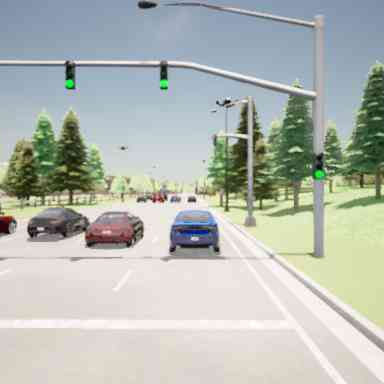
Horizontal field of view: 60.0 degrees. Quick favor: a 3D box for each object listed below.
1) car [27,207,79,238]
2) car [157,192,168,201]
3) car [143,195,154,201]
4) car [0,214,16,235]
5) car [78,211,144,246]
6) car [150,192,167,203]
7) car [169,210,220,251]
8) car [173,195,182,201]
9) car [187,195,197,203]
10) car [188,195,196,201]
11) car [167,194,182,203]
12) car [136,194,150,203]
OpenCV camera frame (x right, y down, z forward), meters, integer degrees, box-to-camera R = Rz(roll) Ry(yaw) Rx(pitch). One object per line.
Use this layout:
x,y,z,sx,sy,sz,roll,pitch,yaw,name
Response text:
-6.910,1.535,17.488,1.812,1.442,4.674,0,0,0,car
-6.995,1.101,80.387,2.150,2.045,5.566,0,0,0,car
-10.495,1.376,80.357,1.837,1.490,4.892,0,0,0,car
-10.399,1.486,15.912,1.882,1.535,5.008,0,0,0,car
-3.399,1.572,15.259,1.994,1.385,4.181,0,0,0,car
-6.996,1.255,69.967,2.150,2.045,5.566,0,0,0,car
0.100,1.485,14.089,1.882,1.535,5.008,0,0,0,car
-3.495,1.428,80.356,1.994,1.385,4.181,0,0,0,car
0.004,1.507,69.936,1.882,1.535,5.008,0,0,0,car
0.005,1.428,80.356,1.994,1.385,4.181,0,0,0,car
-3.496,1.384,70.290,2.097,1.767,4.553,0,0,0,car
-10.496,1.529,69.937,1.837,1.490,4.892,0,0,0,car
